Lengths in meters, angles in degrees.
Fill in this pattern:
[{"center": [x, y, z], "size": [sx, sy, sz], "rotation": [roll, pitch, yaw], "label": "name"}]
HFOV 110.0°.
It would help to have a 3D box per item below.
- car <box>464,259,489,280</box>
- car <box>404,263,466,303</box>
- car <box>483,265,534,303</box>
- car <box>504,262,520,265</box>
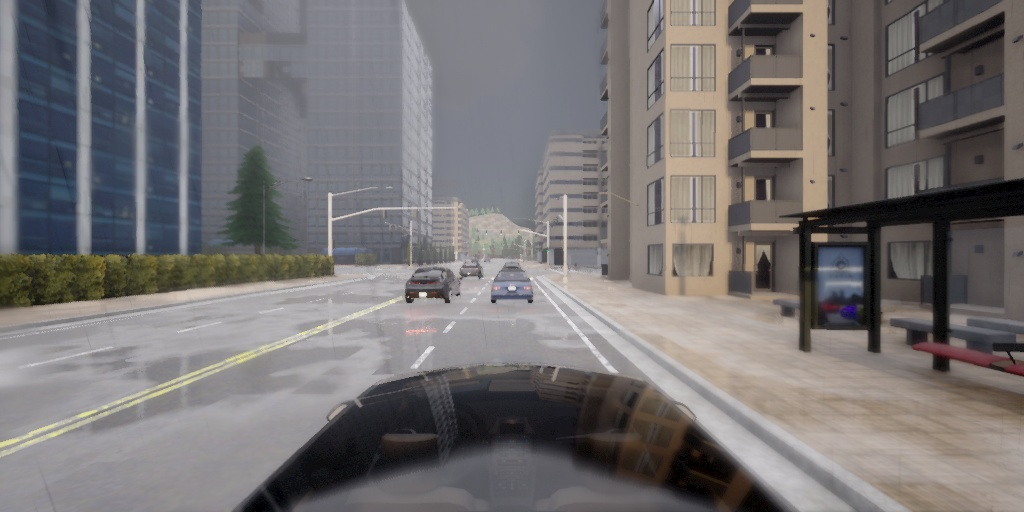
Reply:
[{"center": [-3.500, 1.244, 31.500], "size": [2.128, 1.511, 4.902], "rotation": [0, 0, 0], "label": "car"}, {"center": [-3.500, 1.265, 16.500], "size": [1.837, 1.490, 4.892], "rotation": [0, 0, 0], "label": "car"}, {"center": [0.000, 1.312, 16.500], "size": [2.033, 1.411, 5.357], "rotation": [0, 0, 0], "label": "car"}, {"center": [0.000, 1.265, 31.500], "size": [1.837, 1.490, 4.892], "rotation": [0, 0, 0], "label": "car"}]
